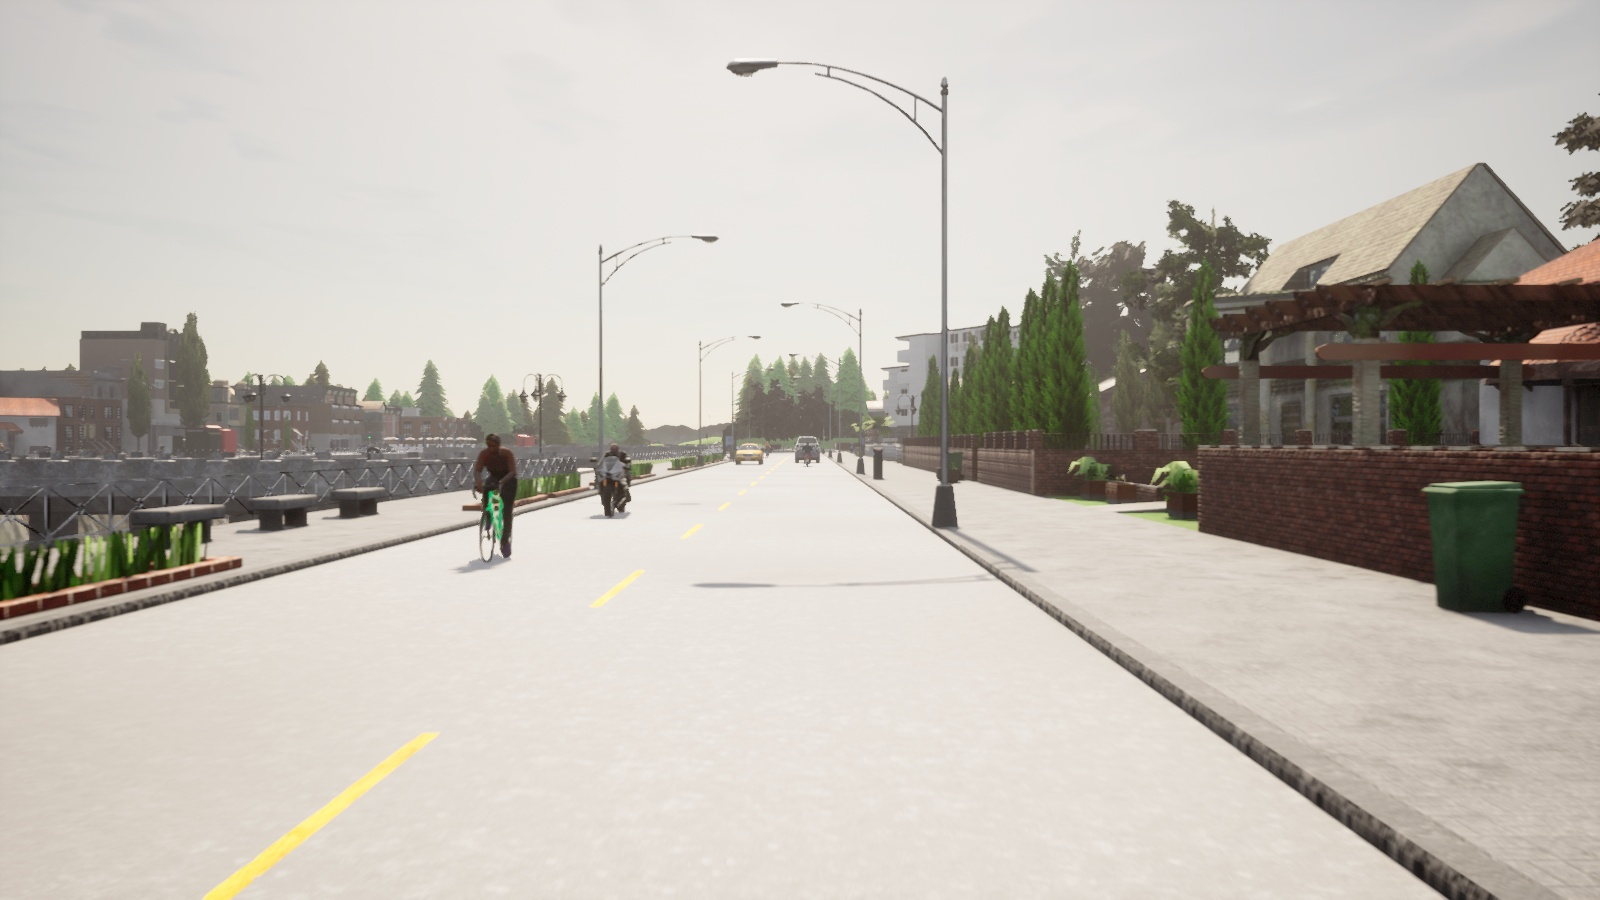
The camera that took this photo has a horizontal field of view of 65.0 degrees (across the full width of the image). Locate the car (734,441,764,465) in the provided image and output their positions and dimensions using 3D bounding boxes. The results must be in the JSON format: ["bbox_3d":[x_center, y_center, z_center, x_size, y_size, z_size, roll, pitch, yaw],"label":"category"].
[{"bbox_3d":[-3.486,0.194,86.697,1.801,1.575,5.366,0,0,0],"label":"car"}]

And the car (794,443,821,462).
[{"bbox_3d":[0.562,0.177,94.983,1.970,1.475,3.806,0,0,0],"label":"car"}]

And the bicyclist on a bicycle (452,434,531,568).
[{"bbox_3d":[-3.893,0.606,15.941,0.582,1.620,1.656,0,1,0],"label":"bicyclist on a bicycle"}]

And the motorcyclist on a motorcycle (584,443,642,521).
[{"bbox_3d":[-3.836,0.632,25.902,0.866,1.530,2.191,0,0,0],"label":"motorcyclist on a motorcycle"}]
